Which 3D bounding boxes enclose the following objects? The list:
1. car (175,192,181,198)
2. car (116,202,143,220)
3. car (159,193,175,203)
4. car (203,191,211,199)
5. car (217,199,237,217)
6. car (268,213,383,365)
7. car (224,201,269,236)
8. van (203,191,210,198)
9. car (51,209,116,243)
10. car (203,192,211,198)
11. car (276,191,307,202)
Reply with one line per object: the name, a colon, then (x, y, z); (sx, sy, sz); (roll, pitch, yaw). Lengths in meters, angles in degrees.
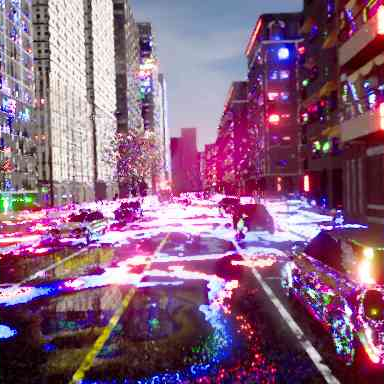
car: (-4.357, 1.073, 93.403); (1.947, 1.339, 4.313); (-2, 0, 1)
car: (-5.265, 1.496, 27.885); (1.887, 1.381, 4.507); (-2, 0, 1)
car: (-4.824, 1.037, 60.268); (2.192, 1.841, 5.009); (-2, 0, 1)
car: (3.866, 0.890, 82.240); (1.947, 1.339, 4.313); (-2, 0, 1)
car: (3.111, 1.250, 27.767); (2.008, 1.369, 4.403); (-2, 0, 1)
car: (2.802, 1.311, 5.638); (1.967, 1.590, 4.097); (-2, 0, 1)
car: (2.958, 1.335, 16.703); (2.008, 1.369, 4.403); (-2, 0, 1)
van: (4.012, 0.597, 93.284); (1.690, 1.788, 3.998); (-2, 0, 1)
car: (-5.421, 1.562, 16.651); (1.752, 1.417, 4.829); (-2, 0, 1)
car: (3.944, 0.813, 87.932); (1.752, 1.417, 4.829); (-2, 0, 1)
car: (14.104, 0.577, 47.019); (4.403, 1.369, 2.008); (-3, 1, 0)
